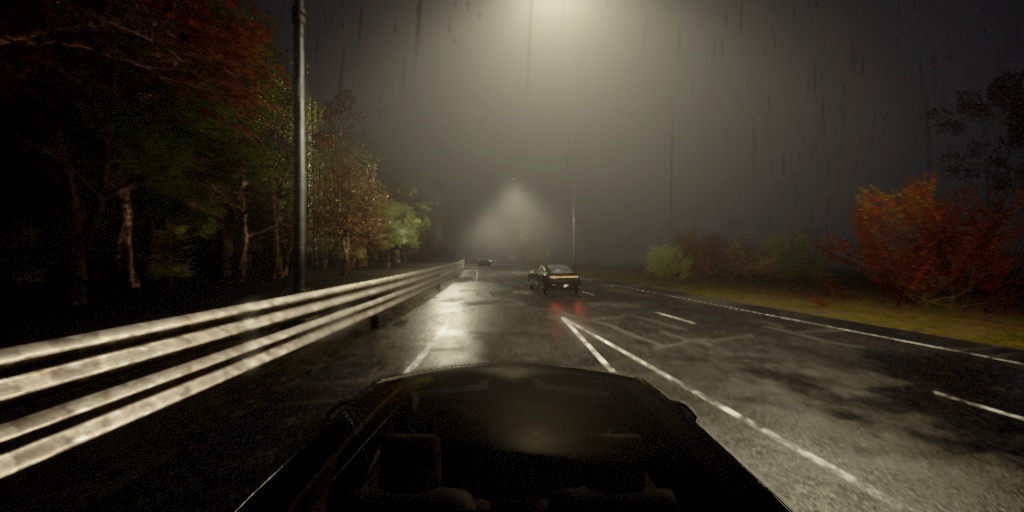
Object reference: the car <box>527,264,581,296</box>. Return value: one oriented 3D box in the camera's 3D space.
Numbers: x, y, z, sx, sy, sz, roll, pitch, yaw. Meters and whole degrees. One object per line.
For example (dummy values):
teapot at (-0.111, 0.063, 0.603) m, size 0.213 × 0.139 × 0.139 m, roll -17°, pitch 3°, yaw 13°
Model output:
car at (2.105, 1.180, 19.046) m, size 2.128 × 1.511 × 4.902 m, roll 0°, pitch 0°, yaw -10°

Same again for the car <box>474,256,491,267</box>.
car at (-4.636, 1.019, 58.759) m, size 1.994 × 1.385 × 4.181 m, roll 0°, pitch 0°, yaw -10°
